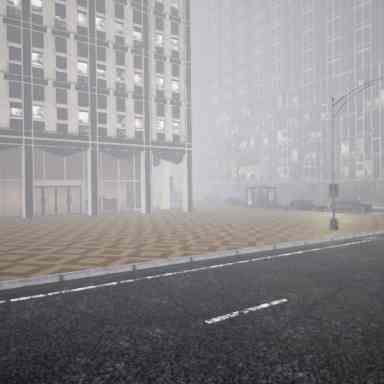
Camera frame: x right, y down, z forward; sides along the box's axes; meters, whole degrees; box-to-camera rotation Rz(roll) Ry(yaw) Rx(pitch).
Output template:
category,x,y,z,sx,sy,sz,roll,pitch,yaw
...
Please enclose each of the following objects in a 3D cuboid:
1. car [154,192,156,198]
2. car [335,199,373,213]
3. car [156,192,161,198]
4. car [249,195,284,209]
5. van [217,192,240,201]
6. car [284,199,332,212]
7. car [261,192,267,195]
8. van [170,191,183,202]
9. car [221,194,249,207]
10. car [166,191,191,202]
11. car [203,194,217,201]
category,x,y,z,sx,sy,sz,roll,pitch,yaw
car,-9.049,0.713,83.593,1.967,1.590,4.097,0,1,-34
car,16.829,1.430,35.361,1.994,1.385,4.181,-1,1,-34
car,-5.847,0.642,78.897,2.192,1.841,5.009,0,1,-34
car,9.553,1.409,41.250,1.802,1.307,4.206,0,1,-34
van,6.963,0.882,60.114,1.690,1.788,3.998,0,1,-34
car,12.742,1.444,36.542,1.947,1.339,4.313,0,1,-34
car,9.720,0.974,45.783,2.150,2.045,5.566,-1,1,-34
van,-3.162,0.958,60.090,1.690,1.788,3.998,0,1,-34
car,6.399,1.340,45.977,1.947,1.339,4.313,0,1,-34
car,-2.588,0.766,64.000,2.150,2.045,5.566,-1,1,-34
car,3.761,1.070,64.813,1.802,1.307,4.206,0,1,-34
